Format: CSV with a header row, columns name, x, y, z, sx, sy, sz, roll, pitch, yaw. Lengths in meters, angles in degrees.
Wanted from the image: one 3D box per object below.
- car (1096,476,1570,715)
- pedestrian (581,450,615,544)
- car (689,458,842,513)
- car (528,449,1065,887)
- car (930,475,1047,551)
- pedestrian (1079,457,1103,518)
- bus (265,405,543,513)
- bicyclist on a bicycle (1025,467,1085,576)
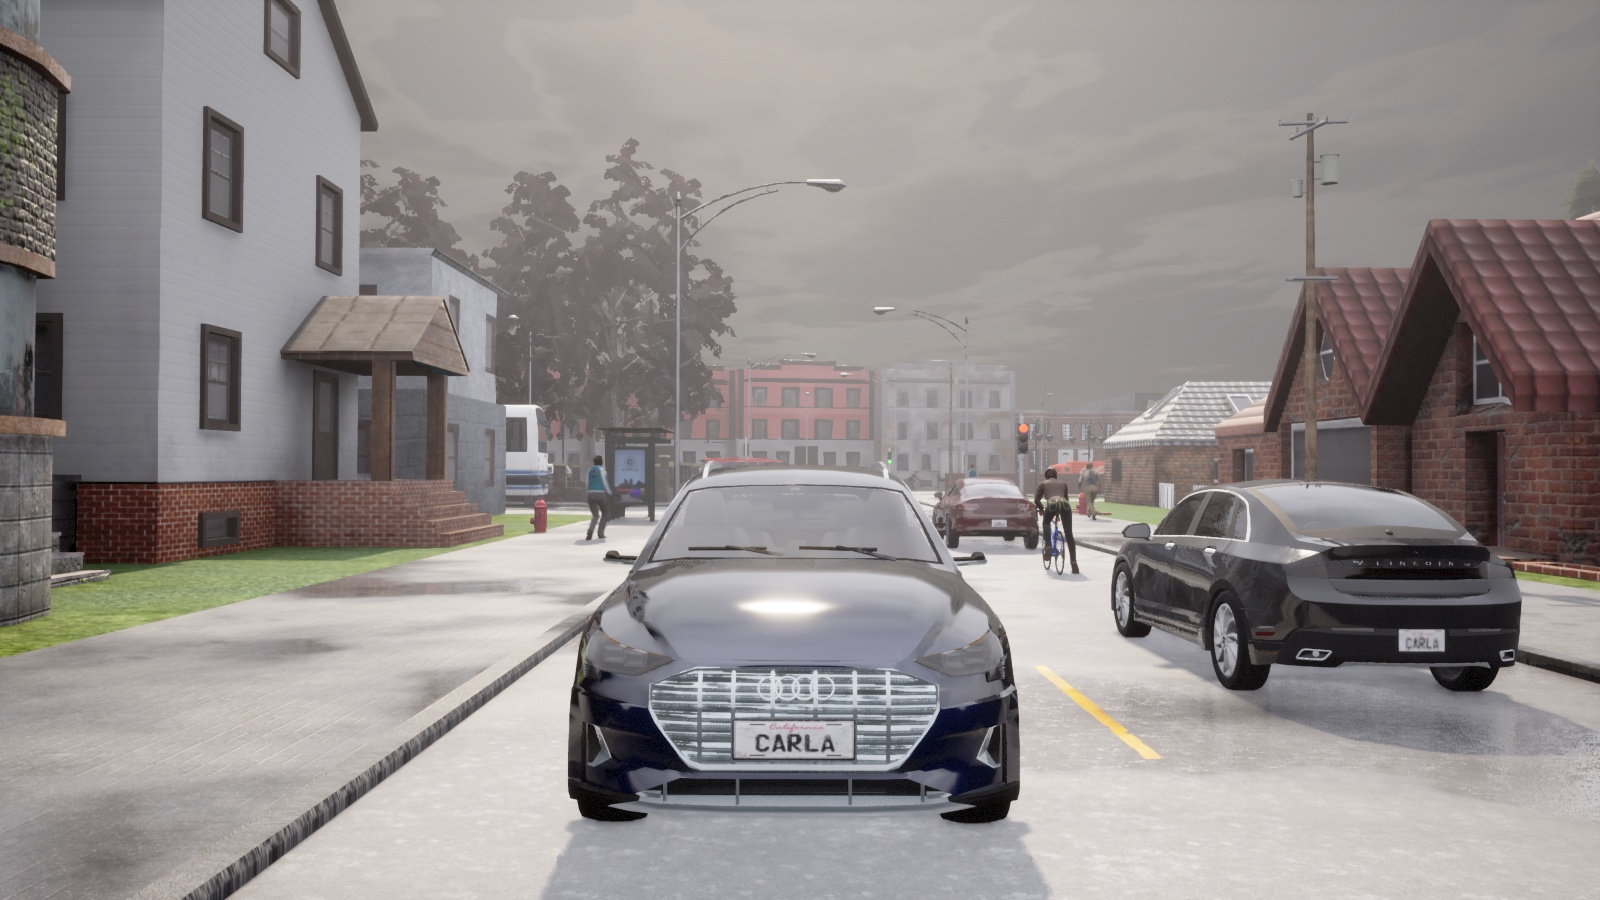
name,x,y,z,sx,sy,sz,roll,pitch,yaw
car,3.973,0.979,10.446,1.837,1.490,4.892,0,-1,0
pedestrian,-4.212,0.980,26.199,0.396,1.930,0.692,-1,-1,22
car,-1.346,1.359,48.978,5.566,2.045,2.150,0,-1,-21
car,-0.020,0.865,7.198,2.033,1.649,4.856,0,-1,0
car,3.920,1.274,26.825,1.812,1.442,4.674,0,-1,1
pedestrian,8.894,1.132,38.429,0.540,1.848,0.694,0,-1,-2
bus,-16.065,0.369,51.740,10.273,4.253,3.944,0,-1,-4
bicyclist on a bicycle,3.948,1.079,19.545,0.582,1.620,1.656,0,-1,0
